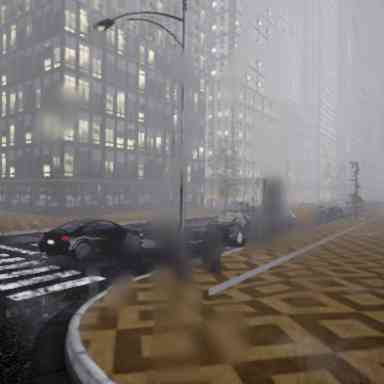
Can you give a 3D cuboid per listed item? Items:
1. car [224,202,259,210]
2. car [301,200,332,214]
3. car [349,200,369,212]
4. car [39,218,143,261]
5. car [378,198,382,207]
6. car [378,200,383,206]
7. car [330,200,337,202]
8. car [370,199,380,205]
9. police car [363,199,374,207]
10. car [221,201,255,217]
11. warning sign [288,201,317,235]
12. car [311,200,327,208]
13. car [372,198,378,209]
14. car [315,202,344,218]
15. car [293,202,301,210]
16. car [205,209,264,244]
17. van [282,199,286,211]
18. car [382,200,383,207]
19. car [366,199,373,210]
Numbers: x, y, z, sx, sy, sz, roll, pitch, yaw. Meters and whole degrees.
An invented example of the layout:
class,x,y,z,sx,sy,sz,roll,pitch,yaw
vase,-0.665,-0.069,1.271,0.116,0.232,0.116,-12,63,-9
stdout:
class,x,y,z,sx,sy,sz,roll,pitch,yaw
car,4.667,1.823,31.122,2.128,1.511,4.902,1,0,35
car,15.317,2.081,40.892,1.994,1.385,4.181,1,0,35
car,24.844,2.246,49.936,1.947,1.339,4.313,0,0,35
car,-3.870,1.747,13.376,1.994,1.385,4.181,1,0,32
car,34.532,2.410,63.817,1.947,1.339,4.313,0,0,35
car,47.450,2.606,82.325,1.887,1.381,4.507,0,0,35
car,30.889,2.344,73.239,1.947,1.339,4.313,0,0,35
car,45.909,2.539,83.372,1.837,1.490,4.892,1,0,35
police car,40.051,2.361,75.349,1.930,1.638,5.238,1,0,30
car,5.061,1.778,36.234,1.967,1.590,4.097,0,0,35
warning sign,6.475,1.480,19.425,1.300,1.860,1.060,2,1,35
car,24.432,2.251,63.988,1.802,1.307,4.206,0,0,35
car,31.303,2.229,59.191,1.967,1.590,4.097,0,0,35
car,15.155,2.080,36.056,1.947,1.339,4.313,0,0,35
car,15.661,2.107,46.709,1.994,1.385,4.181,1,0,35
car,2.345,1.843,17.476,2.008,1.369,4.403,0,0,35
van,11.519,1.790,45.487,1.690,1.788,3.998,0,0,35
car,40.991,2.519,73.071,1.947,1.339,4.313,0,0,35
car,28.073,2.317,54.563,1.802,1.307,4.206,0,0,35
